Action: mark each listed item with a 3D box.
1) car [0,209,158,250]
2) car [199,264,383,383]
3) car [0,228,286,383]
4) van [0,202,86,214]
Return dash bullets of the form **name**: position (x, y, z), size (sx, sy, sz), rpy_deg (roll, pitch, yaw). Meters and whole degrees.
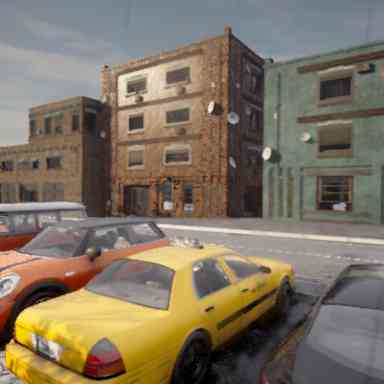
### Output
- **car**: position (-2.280, 1.371, 6.802), size (2.185, 1.767, 4.553), rpy_deg (0, 0, 35)
- **car**: position (2.237, 1.521, 3.548), size (2.002, 1.452, 4.674), rpy_deg (0, 0, 35)
- **car**: position (0.078, 1.485, 5.314), size (1.946, 1.575, 5.366), rpy_deg (0, 0, 35)
- **van**: position (-4.447, 1.278, 8.449), size (1.878, 1.987, 4.442), rpy_deg (0, 0, 35)
